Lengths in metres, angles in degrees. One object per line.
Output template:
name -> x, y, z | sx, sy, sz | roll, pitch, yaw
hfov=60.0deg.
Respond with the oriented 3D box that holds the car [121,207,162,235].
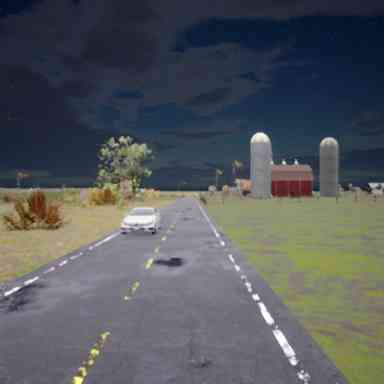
car -> -2.807, 1.591, 19.259 | 1.812, 1.442, 4.674 | 0, 0, 0
